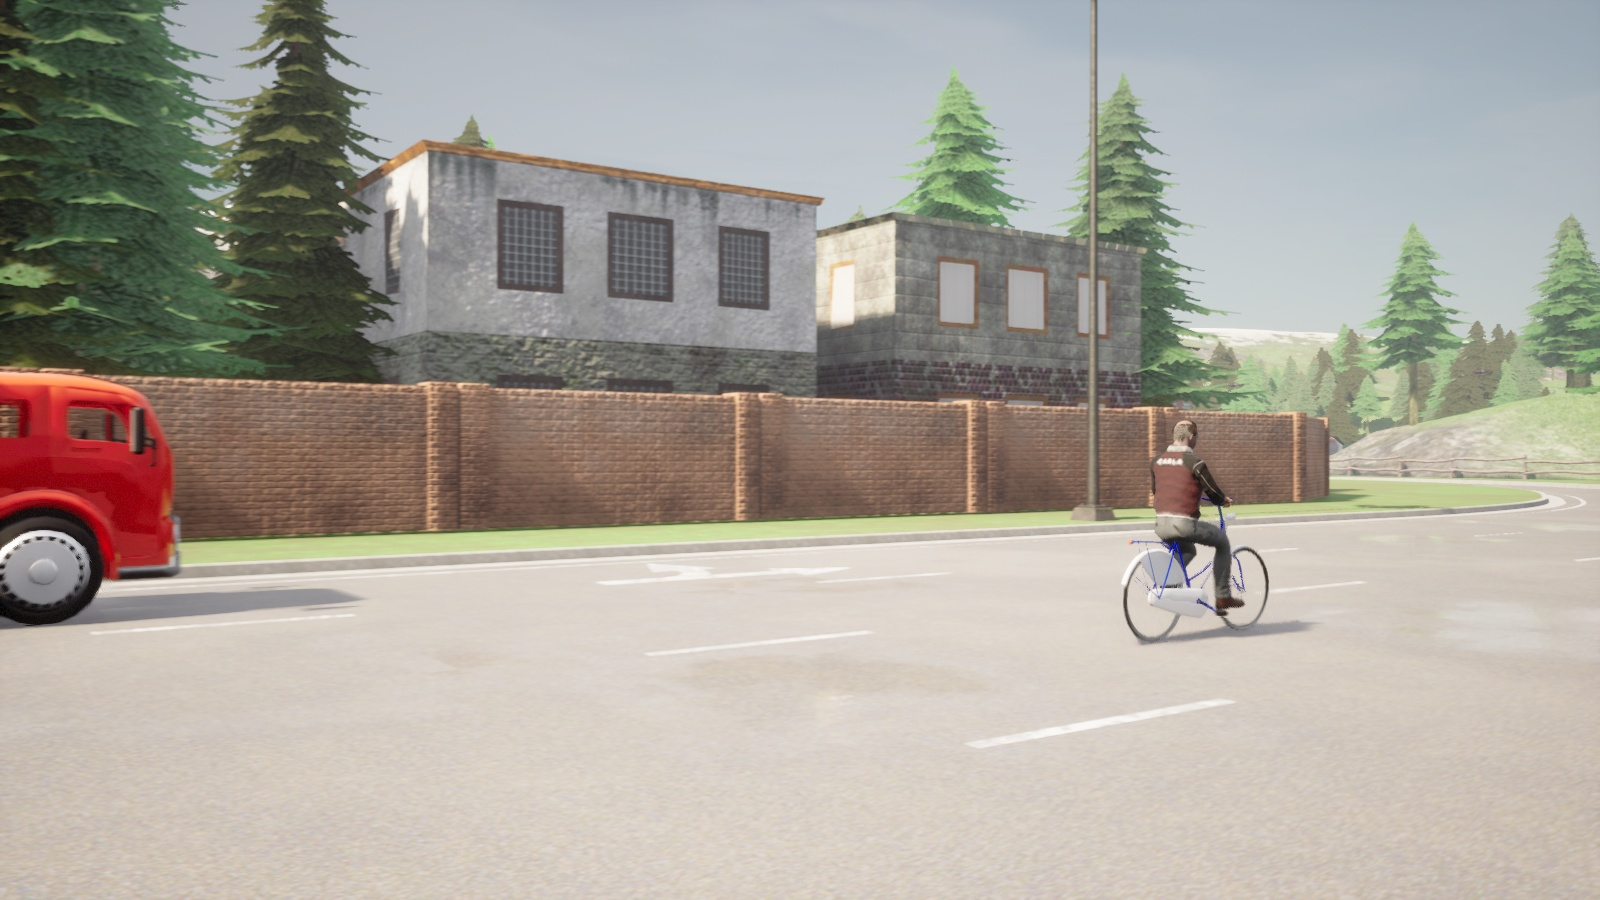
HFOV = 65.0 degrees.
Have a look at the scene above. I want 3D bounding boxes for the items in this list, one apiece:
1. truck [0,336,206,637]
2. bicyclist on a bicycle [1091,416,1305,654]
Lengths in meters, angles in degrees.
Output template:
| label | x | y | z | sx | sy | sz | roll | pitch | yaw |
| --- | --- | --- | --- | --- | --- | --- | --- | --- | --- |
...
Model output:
| label | x | y | z | sx | sy | sz | roll | pitch | yaw |
| --- | --- | --- | --- | --- | --- | --- | --- | --- | --- |
| truck | -8.174 | 0.302 | 10.764 | 5.204 | 2.467 | 2.627 | 0 | 0 | -35 |
| bicyclist on a bicycle | 3.254 | 0.633 | 10.189 | 1.843 | 1.776 | 0.659 | 0 | 0 | -35 |
